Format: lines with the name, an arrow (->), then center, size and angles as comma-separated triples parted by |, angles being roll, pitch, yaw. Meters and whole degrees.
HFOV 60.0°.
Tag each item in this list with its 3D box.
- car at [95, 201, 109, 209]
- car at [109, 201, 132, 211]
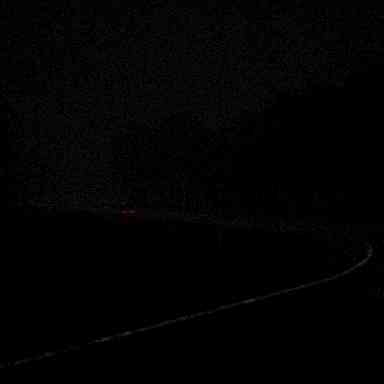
car -> -16.015, 2.281, 60.039 | 1.882, 1.535, 5.008 | 2, -2, -34
car -> -11.003, 2.184, 52.806 | 1.812, 1.442, 4.674 | 2, -2, -34
